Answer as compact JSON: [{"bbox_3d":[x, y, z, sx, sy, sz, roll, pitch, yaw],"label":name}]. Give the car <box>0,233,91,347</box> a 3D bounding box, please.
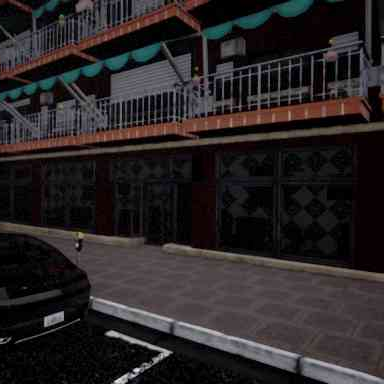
[{"bbox_3d":[-3.877,1.504,5.980,4.892,1.490,1.837,0,0,35],"label":"car"}]
